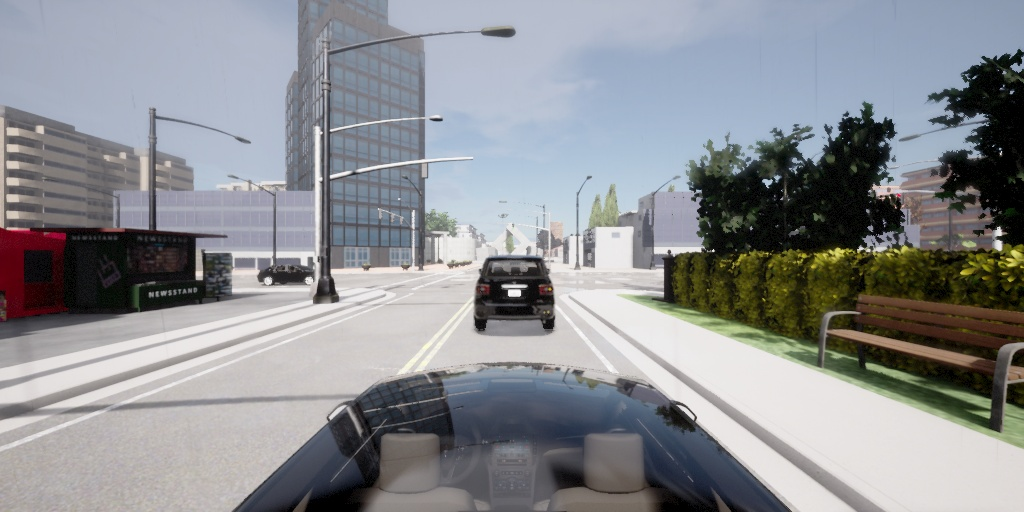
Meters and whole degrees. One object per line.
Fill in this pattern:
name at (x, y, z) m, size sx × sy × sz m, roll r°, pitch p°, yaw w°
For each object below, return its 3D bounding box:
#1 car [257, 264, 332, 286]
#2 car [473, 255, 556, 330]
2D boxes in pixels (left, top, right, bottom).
car at (-15.717, 1.361, 26.060) m, size 4.892 × 1.490 × 1.837 m, roll -1°, pitch 0°, yaw 0°
car at (0.081, 0.976, 11.320) m, size 2.150 × 2.045 × 5.566 m, roll 0°, pitch 0°, yaw 0°
